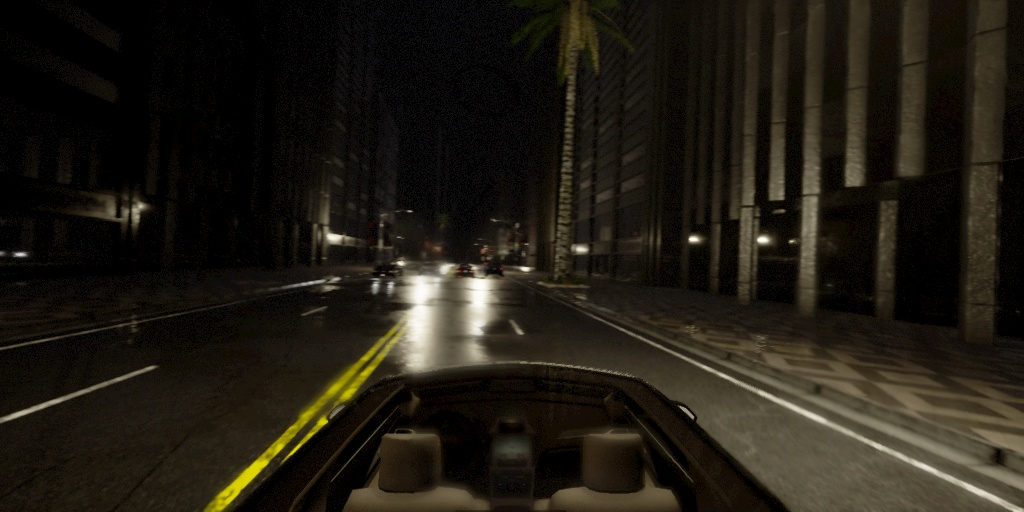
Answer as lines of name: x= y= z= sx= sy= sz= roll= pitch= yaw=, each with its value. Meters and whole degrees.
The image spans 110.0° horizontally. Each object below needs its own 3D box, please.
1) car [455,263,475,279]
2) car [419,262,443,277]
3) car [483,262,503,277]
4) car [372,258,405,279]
car: x=-4.644 y=1.499 z=35.714 sx=2.033 sy=1.411 sz=5.357 roll=3 pitch=-1 yaw=-8
car: x=-8.176 y=1.332 z=36.180 sx=1.812 sy=1.442 sz=4.674 roll=3 pitch=-1 yaw=-7
car: x=-2.234 y=1.486 z=42.411 sx=2.097 sy=1.767 sz=4.553 roll=3 pitch=-1 yaw=-7
car: x=-10.910 y=1.187 z=32.002 sx=2.033 sy=1.411 sz=5.357 roll=3 pitch=-1 yaw=-7
